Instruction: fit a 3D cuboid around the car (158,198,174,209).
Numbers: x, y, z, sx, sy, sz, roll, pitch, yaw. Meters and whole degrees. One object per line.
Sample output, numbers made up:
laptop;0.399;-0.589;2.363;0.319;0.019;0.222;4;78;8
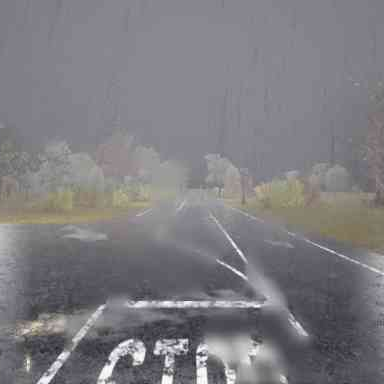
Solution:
car;-3.371;1.507;44.704;2.033;1.411;5.357;0;0;0
